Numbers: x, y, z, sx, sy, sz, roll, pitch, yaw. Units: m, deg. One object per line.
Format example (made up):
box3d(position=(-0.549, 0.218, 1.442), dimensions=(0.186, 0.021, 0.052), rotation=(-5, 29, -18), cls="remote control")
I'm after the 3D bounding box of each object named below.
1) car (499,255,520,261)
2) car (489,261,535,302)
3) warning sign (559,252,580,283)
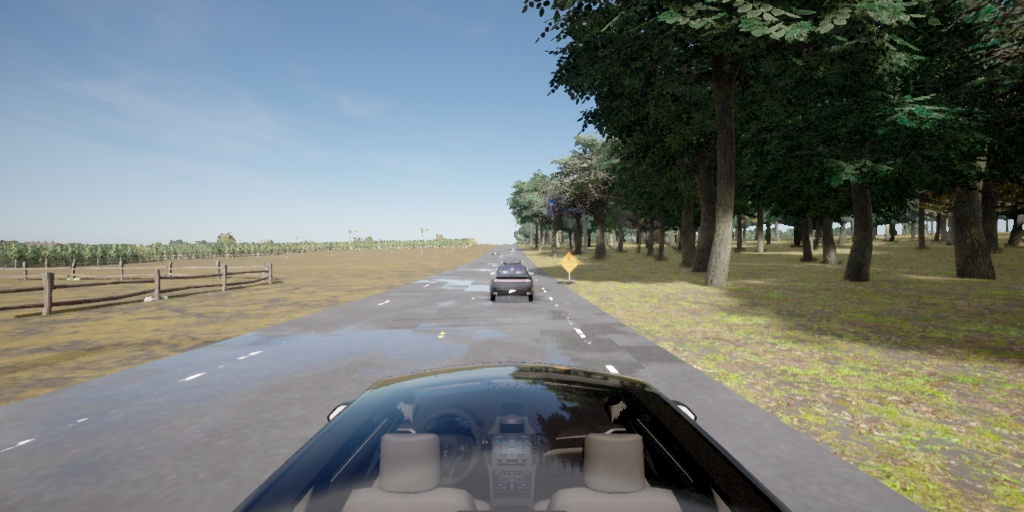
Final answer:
box3d(position=(0.000, 0.879, 31.483), dimensions=(1.882, 1.535, 5.008), rotation=(0, 1, 0), cls="car")
box3d(position=(0.000, 1.154, 16.492), dimensions=(2.128, 1.511, 4.902), rotation=(0, 1, 0), cls="car")
box3d(position=(3.550, 0.695, 22.190), dimensions=(1.300, 1.860, 1.060), rotation=(0, 0, 0), cls="warning sign")
